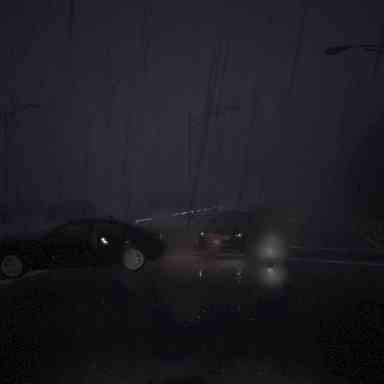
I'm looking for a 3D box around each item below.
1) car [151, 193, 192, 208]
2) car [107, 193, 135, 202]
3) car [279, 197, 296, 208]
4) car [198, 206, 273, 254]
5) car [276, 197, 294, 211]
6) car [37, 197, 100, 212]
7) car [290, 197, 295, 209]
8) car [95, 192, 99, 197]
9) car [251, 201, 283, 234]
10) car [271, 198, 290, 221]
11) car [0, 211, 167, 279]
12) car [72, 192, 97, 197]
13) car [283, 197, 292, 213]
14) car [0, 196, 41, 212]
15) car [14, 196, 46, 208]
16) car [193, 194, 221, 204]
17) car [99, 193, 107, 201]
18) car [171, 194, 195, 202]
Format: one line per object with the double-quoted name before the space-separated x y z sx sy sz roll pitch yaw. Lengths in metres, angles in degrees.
"car" -2.836 1.075 41.738 4.605 1.855 1.932 0 0 19
"car" -13.608 1.047 65.308 4.605 1.855 1.932 0 0 19
"car" 13.687 1.470 47.601 2.128 1.511 4.902 0 0 19
"car" 1.862 1.514 13.846 1.812 1.442 4.674 0 0 25
"car" 11.790 1.485 42.030 1.837 1.490 4.892 0 0 19
"car" -8.957 1.356 24.191 3.633 1.501 1.845 0 0 19
"car" 9.902 1.545 36.480 1.994 1.385 4.181 0 0 19
"car" -21.647 1.300 68.006 3.806 1.475 1.970 0 0 19
"car" 4.024 1.490 19.248 1.837 1.490 4.892 0 0 19
"car" 5.951 1.476 24.889 2.128 1.511 4.902 0 0 19
"car" -3.255 1.475 9.836 5.008 1.535 1.882 0 0 -15
"car" -18.298 1.250 53.746 4.514 1.523 2.007 0 0 19
"car" 7.845 1.488 30.447 1.837 1.490 4.892 0 0 19
"car" -15.021 1.356 29.404 3.806 1.475 1.970 0 0 19
"car" -21.560 1.274 44.300 3.633 1.501 1.845 0 0 19
"car" 1.835 1.127 56.732 5.027 1.636 2.152 0 0 19
"car" -19.997 1.016 70.956 3.866 1.878 1.905 0 0 19
"car" -1.894 1.259 68.651 4.514 1.523 2.007 0 0 19
